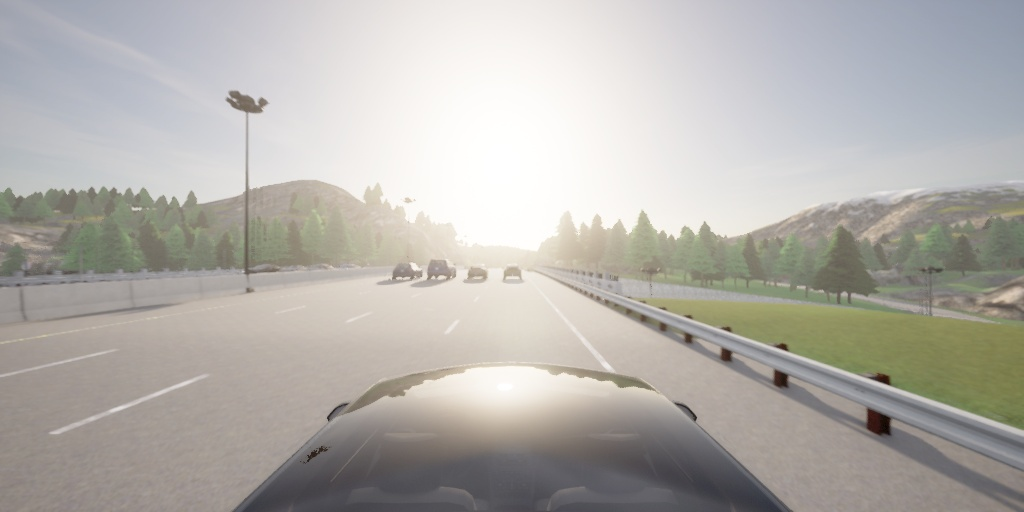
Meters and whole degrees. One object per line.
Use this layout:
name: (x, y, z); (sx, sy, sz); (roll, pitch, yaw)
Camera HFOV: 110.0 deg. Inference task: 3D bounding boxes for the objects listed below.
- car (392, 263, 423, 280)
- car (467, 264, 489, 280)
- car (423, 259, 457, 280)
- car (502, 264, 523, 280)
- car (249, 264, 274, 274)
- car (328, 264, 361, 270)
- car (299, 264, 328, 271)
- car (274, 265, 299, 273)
car: (-10.446, 1.459, 36.297); (2.097, 1.767, 4.553); (0, -1, 0)
car: (-3.445, 1.588, 36.835); (2.128, 1.511, 4.902); (0, -1, 0)
car: (-6.944, 1.314, 35.891); (2.150, 2.045, 5.566); (0, -1, 0)
car: (0.055, 1.588, 36.463); (1.837, 1.490, 4.892); (0, -1, 0)
car: (-31.608, 1.801, 45.969); (1.882, 1.535, 5.008); (0, -1, 0)
car: (-21.118, 1.777, 46.059); (1.882, 1.535, 5.008); (0, -1, 0)
car: (-24.616, 1.812, 46.057); (1.837, 1.490, 4.892); (0, -1, 0)
car: (-28.109, 1.888, 46.463); (1.994, 1.385, 4.181); (0, -1, 0)
